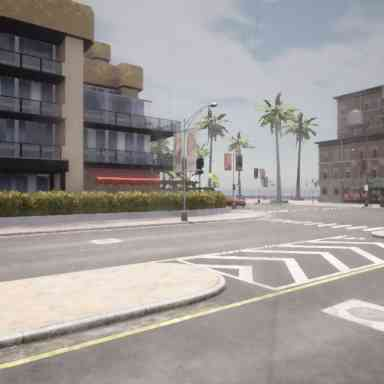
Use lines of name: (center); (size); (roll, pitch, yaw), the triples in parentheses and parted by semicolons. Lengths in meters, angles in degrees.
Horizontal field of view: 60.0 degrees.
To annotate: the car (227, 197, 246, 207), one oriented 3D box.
car: (6.156, 1.478, 51.241); (1.882, 1.535, 5.008); (0, 0, -35)
